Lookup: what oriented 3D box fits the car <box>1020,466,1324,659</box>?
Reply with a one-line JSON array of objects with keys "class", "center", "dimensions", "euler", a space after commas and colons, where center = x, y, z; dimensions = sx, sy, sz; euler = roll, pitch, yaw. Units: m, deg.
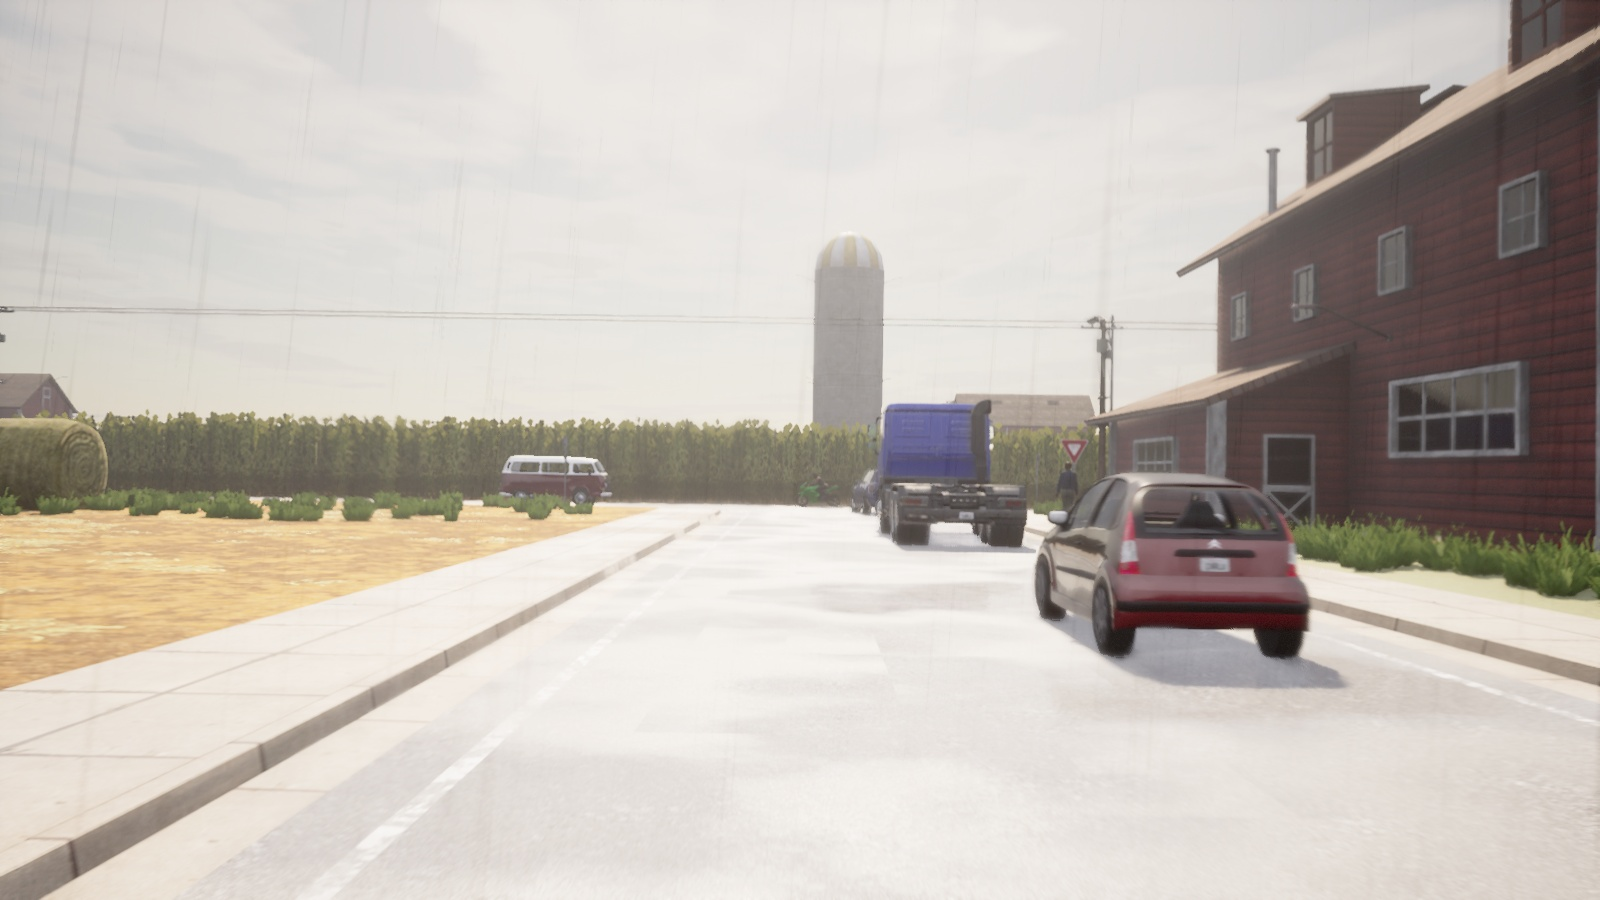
[{"class": "car", "center": [3.494, 0.984, 12.599], "dimensions": [1.851, 1.617, 3.988], "euler": [1, -1, 0]}]

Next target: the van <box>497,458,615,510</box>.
[{"class": "van", "center": [-10.056, 1.402, 51.997], "dimensions": [4.480, 2.038, 2.069], "euler": [1, -1, 1]}]

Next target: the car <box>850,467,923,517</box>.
[{"class": "car", "center": [3.229, 1.561, 47.627], "dimensions": [2.097, 1.767, 4.553], "euler": [1, -1, -5]}]

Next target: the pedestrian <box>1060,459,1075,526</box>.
[{"class": "pedestrian", "center": [7.476, 1.178, 35.096], "dimensions": [0.370, 1.835, 0.726], "euler": [0, -1, 16]}]

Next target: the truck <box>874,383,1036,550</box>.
[{"class": "truck", "center": [3.472, 0.412, 30.233], "dimensions": [2.891, 3.462, 7.936], "euler": [1, -1, 0]}]

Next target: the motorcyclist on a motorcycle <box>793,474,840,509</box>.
[{"class": "motorcyclist on a motorcycle", "center": [0.727, 1.818, 55.346], "dimensions": [2.044, 1.523, 0.797], "euler": [1, -1, 1]}]
